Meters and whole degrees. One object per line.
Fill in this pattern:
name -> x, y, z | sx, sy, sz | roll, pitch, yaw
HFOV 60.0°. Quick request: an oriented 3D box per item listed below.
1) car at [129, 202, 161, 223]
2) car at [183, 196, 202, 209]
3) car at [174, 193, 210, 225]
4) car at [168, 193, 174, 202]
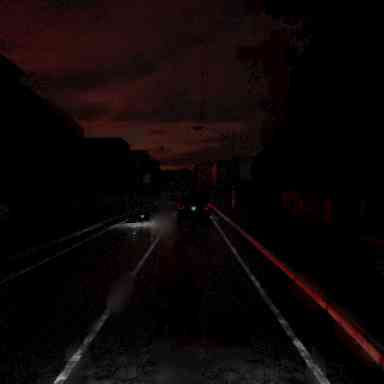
car -> -3.381, 1.447, 24.604 | 1.994, 1.385, 4.181 | 0, 0, 0
car -> 0.059, 1.274, 41.284 | 2.128, 1.511, 4.902 | 0, 0, 0
car -> 0.086, 1.111, 23.084 | 2.150, 2.045, 5.566 | 0, 0, 0
car -> -3.552, 1.044, 65.855 | 2.097, 1.767, 4.553 | 0, 0, 0
